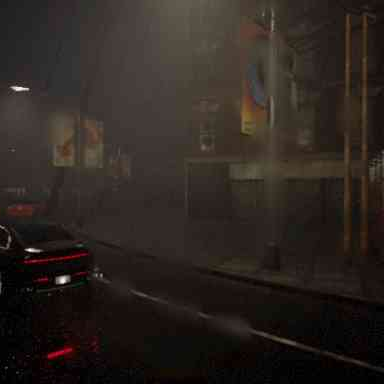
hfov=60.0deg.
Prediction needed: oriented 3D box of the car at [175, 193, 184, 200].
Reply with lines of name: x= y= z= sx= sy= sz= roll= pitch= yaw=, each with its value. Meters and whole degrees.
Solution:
car: x=-5.244 y=1.357 z=92.398 sx=2.435 sy=2.045 sz=5.566 roll=0 pitch=0 yaw=23

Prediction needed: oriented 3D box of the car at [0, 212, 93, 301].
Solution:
car: x=-4.254 y=1.497 z=8.486 sx=1.837 sy=1.490 sz=4.892 roll=0 pitch=0 yaw=-43

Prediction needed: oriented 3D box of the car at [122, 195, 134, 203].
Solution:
car: x=-12.385 y=1.398 z=68.413 sx=1.837 sy=1.490 sz=4.892 roll=0 pitch=0 yaw=24

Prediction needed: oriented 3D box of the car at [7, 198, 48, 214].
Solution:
car: x=-13.619 y=1.317 z=27.809 sx=2.097 sy=1.767 sz=4.553 roll=0 pitch=0 yaw=-9

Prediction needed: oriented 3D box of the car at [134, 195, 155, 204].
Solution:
car: x=-9.174 y=1.551 z=67.023 sx=1.812 sy=1.442 sz=4.674 roll=0 pitch=0 yaw=24
